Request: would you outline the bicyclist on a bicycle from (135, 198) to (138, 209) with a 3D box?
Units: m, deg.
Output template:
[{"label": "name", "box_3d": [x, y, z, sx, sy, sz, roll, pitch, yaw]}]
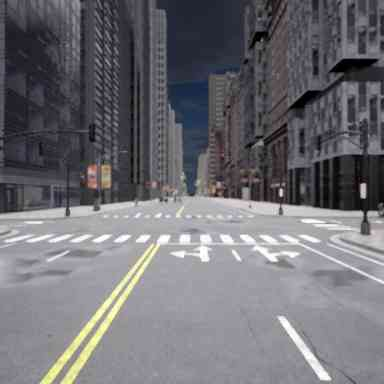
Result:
[{"label": "bicyclist on a bicycle", "box_3d": [-8.710, 1.769, 52.044, 0.659, 1.776, 1.843, 0, -1, 0]}]

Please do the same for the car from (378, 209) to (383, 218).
[{"label": "car", "box_3d": [19.145, 1.732, 29.862, 4.403, 1.369, 2.008, 0, 0, 0]}]

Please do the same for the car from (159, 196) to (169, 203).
[{"label": "car", "box_3d": [-6.452, 1.693, 76.351, 1.882, 1.535, 5.008, 0, 0, 0]}]

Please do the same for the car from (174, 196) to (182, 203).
[{"label": "car", "box_3d": [-3.202, 1.740, 76.349, 2.128, 1.511, 4.902, 0, 0, 0]}]
